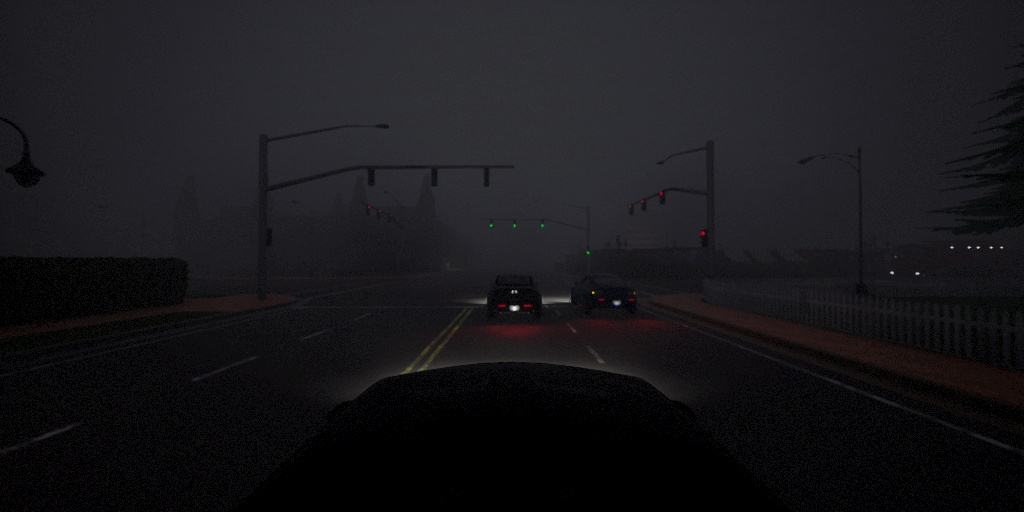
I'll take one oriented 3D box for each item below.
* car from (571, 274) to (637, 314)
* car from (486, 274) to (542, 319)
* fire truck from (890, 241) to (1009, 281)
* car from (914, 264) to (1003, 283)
[{"bbox_3d":[3.589,1.438,14.548,1.812,1.442,4.674,0,-1,0],"label":"car"},{"bbox_3d":[0.087,1.405,13.588,1.837,1.490,4.892,0,-1,0],"label":"car"},{"bbox_3d":[41.364,0.494,34.112,8.468,3.827,2.891,0,-1,-1],"label":"fire truck"},{"bbox_3d":[37.992,1.621,30.588,4.892,1.490,1.837,0,-1,-1],"label":"car"}]
